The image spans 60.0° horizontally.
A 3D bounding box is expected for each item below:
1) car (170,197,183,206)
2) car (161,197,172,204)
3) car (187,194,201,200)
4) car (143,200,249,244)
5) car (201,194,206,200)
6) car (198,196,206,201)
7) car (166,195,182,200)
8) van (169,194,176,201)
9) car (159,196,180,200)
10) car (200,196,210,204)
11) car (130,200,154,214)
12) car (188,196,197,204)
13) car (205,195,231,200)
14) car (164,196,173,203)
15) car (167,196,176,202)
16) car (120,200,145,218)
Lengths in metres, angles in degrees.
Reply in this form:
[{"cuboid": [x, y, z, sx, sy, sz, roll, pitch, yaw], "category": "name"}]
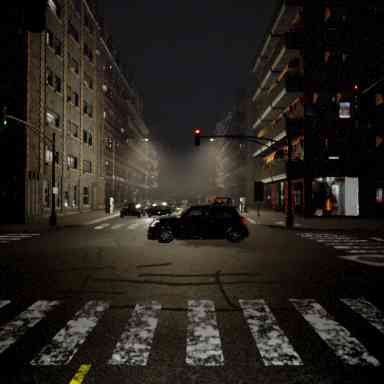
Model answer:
[{"cuboid": [-2.695, 1.619, 59.603, 2.033, 1.411, 5.357, 0, 0, 0], "category": "car"}, {"cuboid": [-5.240, 1.667, 69.095, 2.008, 1.369, 4.403, 1, 0, 0], "category": "car"}, {"cuboid": [0.159, 1.550, 59.945, 1.882, 1.535, 5.008, 0, 0, 0], "category": "car"}, {"cuboid": [0.257, 1.387, 15.374, 4.553, 1.767, 2.097, 0, -1, 0], "category": "car"}, {"cuboid": [2.621, 1.336, 41.326, 2.192, 1.841, 5.009, 1, 0, 0], "category": "car"}, {"cuboid": [2.659, 1.813, 91.375, 1.947, 1.339, 4.313, 1, 0, 0], "category": "car"}, {"cuboid": [-2.734, 1.601, 49.242, 1.994, 1.385, 4.181, 0, 0, 1], "category": "car"}, {"cuboid": [-5.217, 1.589, 91.351, 1.690, 1.788, 3.998, 1, 0, 0], "category": "van"}, {"cuboid": [-2.796, 1.523, 39.308, 1.837, 1.490, 4.892, 0, 0, 0], "category": "car"}, {"cuboid": [2.641, 1.556, 69.124, 1.967, 1.590, 4.097, 1, 0, 0], "category": "car"}, {"cuboid": [-5.267, 1.581, 35.724, 1.947, 1.339, 4.313, 1, 0, 0], "category": "car"}, {"cuboid": [0.135, 1.600, 70.384, 1.882, 1.535, 5.008, 0, 0, 0], "category": "car"}, {"cuboid": [2.612, 1.326, 30.201, 2.192, 1.841, 5.009, 1, 0, 0], "category": "car"}, {"cuboid": [-5.235, 1.671, 74.487, 1.752, 1.417, 4.829, 1, 0, 0], "category": "car"}, {"cuboid": [-5.226, 1.764, 85.786, 2.008, 1.369, 4.403, 1, 0, 0], "category": "car"}, {"cuboid": [-5.272, 1.577, 30.162, 1.947, 1.339, 4.313, 1, 0, 0], "category": "car"}]
